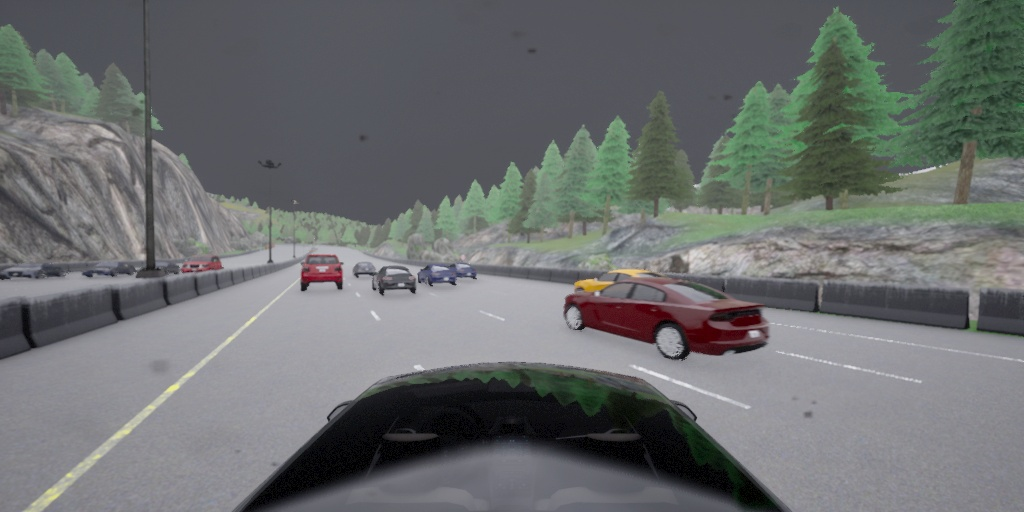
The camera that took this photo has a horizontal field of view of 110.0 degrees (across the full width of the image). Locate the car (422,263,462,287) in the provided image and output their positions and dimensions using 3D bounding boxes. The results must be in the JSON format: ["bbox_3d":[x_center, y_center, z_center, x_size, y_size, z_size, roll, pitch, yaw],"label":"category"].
[{"bbox_3d":[-5.270,1.301,24.950,1.812,1.442,4.674,0,0,-27],"label":"car"}]

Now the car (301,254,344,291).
[{"bbox_3d":[-11.762,0.964,22.264,2.150,2.045,5.566,0,-1,-27],"label":"car"}]

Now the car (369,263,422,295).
[{"bbox_3d":[-6.565,1.290,19.852,1.812,1.442,4.674,0,-1,-28],"label":"car"}]

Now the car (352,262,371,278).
[{"bbox_3d":[-14.377,1.314,34.887,2.033,1.411,5.357,0,0,-27],"label":"car"}]

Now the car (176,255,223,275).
[{"bbox_3d":[-30.749,0.943,35.750,2.150,2.045,5.566,0,0,-27],"label":"car"}]

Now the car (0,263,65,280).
[{"bbox_3d":[-39.384,1.248,29.555,1.994,1.385,4.181,0,0,-27],"label":"car"}]

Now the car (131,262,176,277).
[{"bbox_3d":[-34.310,1.256,35.032,2.033,1.411,5.357,0,0,-27],"label":"car"}]

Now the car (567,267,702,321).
[{"bbox_3d":[4.417,1.262,13.897,1.882,1.535,5.008,0,0,-27],"label":"car"}]

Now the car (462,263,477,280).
[{"bbox_3d":[-4.555,1.314,31.165,1.812,1.442,4.674,0,0,-27],"label":"car"}]

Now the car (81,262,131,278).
[{"bbox_3d":[-37.472,1.244,33.525,2.033,1.411,5.357,0,0,-27],"label":"car"}]

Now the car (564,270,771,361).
[{"bbox_3d":[3.212,1.249,8.624,1.882,1.535,5.008,0,0,-27],"label":"car"}]
